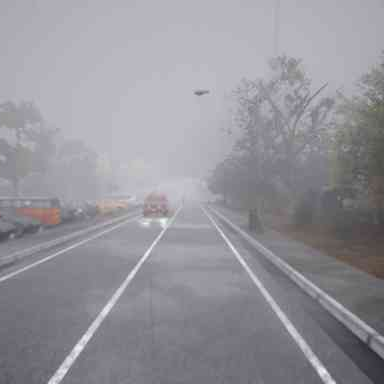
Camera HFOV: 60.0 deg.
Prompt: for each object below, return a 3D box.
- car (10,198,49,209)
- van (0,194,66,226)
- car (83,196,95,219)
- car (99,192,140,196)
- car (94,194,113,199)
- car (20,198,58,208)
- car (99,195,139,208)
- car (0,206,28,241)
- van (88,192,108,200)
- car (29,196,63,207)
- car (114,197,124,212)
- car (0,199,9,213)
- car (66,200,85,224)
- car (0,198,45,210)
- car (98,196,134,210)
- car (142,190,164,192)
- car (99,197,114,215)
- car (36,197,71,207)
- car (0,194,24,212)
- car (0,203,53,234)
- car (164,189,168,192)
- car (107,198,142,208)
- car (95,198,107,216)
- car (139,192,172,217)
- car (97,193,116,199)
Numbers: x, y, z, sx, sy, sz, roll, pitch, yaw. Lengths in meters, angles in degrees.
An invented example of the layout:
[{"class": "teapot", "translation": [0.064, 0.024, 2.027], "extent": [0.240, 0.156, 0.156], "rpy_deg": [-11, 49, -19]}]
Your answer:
[{"class": "car", "translation": [-23.291, 1.666, 47.865], "extent": [4.674, 1.452, 2.002], "rpy_deg": [0, 0, 0]}, {"class": "van", "translation": [-10.372, 1.261, 20.082], "extent": [4.442, 1.987, 1.878], "rpy_deg": [0, 0, 0]}, {"class": "car", "translation": [-10.278, 1.361, 25.632], "extent": [4.553, 1.767, 2.185], "rpy_deg": [0, 0, 0]}, {"class": "car", "translation": [-10.242, 1.377, 47.835], "extent": [5.566, 2.045, 2.435], "rpy_deg": [0, 0, 0]}, {"class": "car", "translation": [-23.494, 1.170, 88.606], "extent": [4.674, 1.452, 2.002], "rpy_deg": [0, 0, 0]}, {"class": "car", "translation": [-23.260, 1.678, 50.635], "extent": [4.792, 1.488, 2.163], "rpy_deg": [0, 0, 0]}, {"class": "car", "translation": [-10.403, 1.603, 45.057], "extent": [5.366, 1.575, 1.946], "rpy_deg": [0, 0, 0]}, {"class": "car", "translation": [-10.234, 1.520, 14.530], "extent": [4.792, 1.488, 2.163], "rpy_deg": [0, 0, 0]}, {"class": "van", "translation": [-23.377, 0.903, 83.147], "extent": [4.442, 1.987, 1.878], "rpy_deg": [1, 0, 0]}, {"class": "car", "translation": [-23.317, 1.544, 53.282], "extent": [4.553, 1.767, 2.185], "rpy_deg": [0, 0, 0]}, {"class": "car", "translation": [-10.049, 1.514, 33.831], "extent": [5.366, 1.575, 1.946], "rpy_deg": [0, 0, 0]}, {"class": "car", "translation": [-23.282, 1.565, 36.786], "extent": [4.792, 1.488, 2.163], "rpy_deg": [0, 0, 0]}, {"class": "car", "translation": [-10.280, 1.515, 22.859], "extent": [4.792, 1.488, 2.163], "rpy_deg": [0, 0, 0]}, {"class": "car", "translation": [-23.112, 1.600, 45.095], "extent": [5.366, 1.575, 1.946], "rpy_deg": [0, 0, 0]}, {"class": "car", "translation": [-10.041, 1.558, 39.505], "extent": [5.366, 1.575, 1.946], "rpy_deg": [0, 0, 0]}, {"class": "car", "translation": [-10.442, 1.008, 88.770], "extent": [4.553, 1.767, 2.185], "rpy_deg": [0, 0, 0]}, {"class": "car", "translation": [-10.424, 1.499, 31.179], "extent": [5.366, 1.575, 1.946], "rpy_deg": [0, 0, 0]}, {"class": "car", "translation": [-23.276, 1.692, 56.052], "extent": [5.008, 1.535, 2.097], "rpy_deg": [0, 0, 0]}, {"class": "car", "translation": [-23.334, 1.307, 39.558], "extent": [5.566, 2.045, 2.435], "rpy_deg": [0, 0, 0]}, {"class": "car", "translation": [-10.230, 1.518, 17.306], "extent": [4.792, 1.488, 2.163], "rpy_deg": [0, 0, 0]}, {"class": "car", "translation": [-10.427, 0.861, 94.341], "extent": [5.566, 2.045, 2.435], "rpy_deg": [0, 0, 0]}, {"class": "car", "translation": [-10.215, 1.651, 50.609], "extent": [5.008, 1.535, 2.097], "rpy_deg": [0, 0, 0]}, {"class": "car", "translation": [-10.237, 1.492, 28.411], "extent": [4.892, 1.521, 2.231], "rpy_deg": [0, 0, 0]}, {"class": "car", "translation": [-3.395, 1.240, 32.280], "extent": [2.150, 2.045, 5.566], "rpy_deg": [0, 0, 0]}, {"class": "car", "translation": [-23.513, 1.154, 91.518], "extent": [4.792, 1.488, 2.163], "rpy_deg": [0, 0, 0]}]
